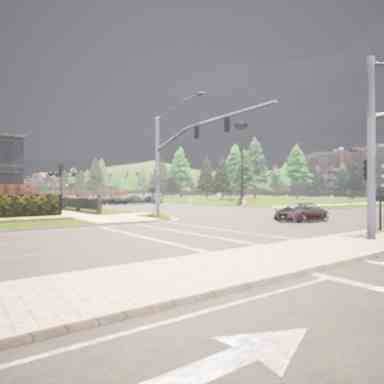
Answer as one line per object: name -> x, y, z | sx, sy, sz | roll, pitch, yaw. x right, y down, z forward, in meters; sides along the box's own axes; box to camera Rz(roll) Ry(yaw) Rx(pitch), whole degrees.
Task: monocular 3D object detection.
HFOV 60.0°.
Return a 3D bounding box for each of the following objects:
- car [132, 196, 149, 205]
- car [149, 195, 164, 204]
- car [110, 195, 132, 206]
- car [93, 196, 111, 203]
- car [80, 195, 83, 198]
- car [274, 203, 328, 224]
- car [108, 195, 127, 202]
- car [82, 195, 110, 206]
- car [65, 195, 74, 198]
car -> -9.648, 1.374, 56.343 | 1.837, 1.490, 4.892 | 0, 0, -36
car -> -6.854, 1.352, 58.469 | 1.837, 1.490, 4.892 | 0, 0, -36
car -> -12.067, 1.488, 53.708 | 1.895, 1.301, 4.718 | 0, 0, -36
car -> -18.604, 1.463, 68.699 | 1.895, 1.301, 4.718 | 0, 0, -36
car -> -21.074, 1.365, 66.147 | 1.882, 1.535, 5.008 | 0, 0, -36
car -> 7.735, 1.474, 23.558 | 4.181, 1.385, 1.994 | 0, 0, -36
car -> -15.915, 1.364, 70.950 | 2.128, 1.511, 4.902 | 0, 0, -36
car -> -15.011, 1.509, 51.799 | 1.895, 1.301, 4.718 | 0, 0, -36
car -> -24.096, 1.388, 64.345 | 1.882, 1.535, 5.008 | 0, 1, -36
